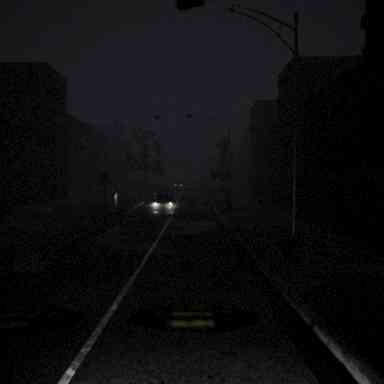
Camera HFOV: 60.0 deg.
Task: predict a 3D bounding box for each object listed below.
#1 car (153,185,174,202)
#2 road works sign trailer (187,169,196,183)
[{"bbox_3d":[-3.163,0.084,37.555,2.097,1.767,4.553,0,4,0],"label":"car"},{"bbox_3d":[-0.151,-4.341,88.059,2.380,3.560,2.880,0,4,0],"label":"road works sign trailer"}]
